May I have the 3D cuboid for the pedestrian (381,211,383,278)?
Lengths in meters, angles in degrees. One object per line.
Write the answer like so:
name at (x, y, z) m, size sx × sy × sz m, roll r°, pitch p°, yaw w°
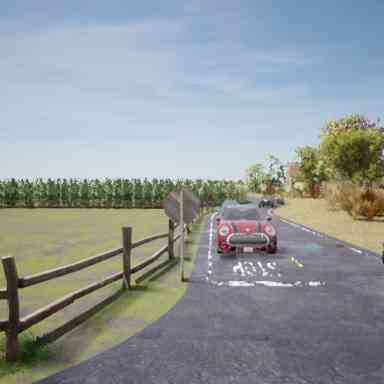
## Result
pedestrian at (5.093, 1.266, 8.419) m, size 0.375 × 1.860 × 0.375 m, roll -1°, pitch 1°, yaw 4°

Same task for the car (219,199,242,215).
car at (4.137, 1.523, 35.319) m, size 2.033 × 1.411 × 5.357 m, roll 0°, pitch 0°, yaw 10°

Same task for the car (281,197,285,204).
car at (14.568, 1.447, 56.198) m, size 1.812 × 1.442 × 4.674 m, roll 0°, pitch 0°, yaw 20°

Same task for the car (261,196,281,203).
car at (10.718, 1.296, 46.718) m, size 2.097 × 1.767 × 4.553 m, roll 0°, pitch 0°, yaw 22°

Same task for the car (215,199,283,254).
car at (2.035, 1.346, 13.382) m, size 2.097 × 1.767 × 4.553 m, roll 0°, pitch 0°, yaw 4°

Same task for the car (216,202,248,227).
car at (2.772, 1.536, 23.768) m, size 2.033 × 1.411 × 5.357 m, roll 0°, pitch 0°, yaw 5°
